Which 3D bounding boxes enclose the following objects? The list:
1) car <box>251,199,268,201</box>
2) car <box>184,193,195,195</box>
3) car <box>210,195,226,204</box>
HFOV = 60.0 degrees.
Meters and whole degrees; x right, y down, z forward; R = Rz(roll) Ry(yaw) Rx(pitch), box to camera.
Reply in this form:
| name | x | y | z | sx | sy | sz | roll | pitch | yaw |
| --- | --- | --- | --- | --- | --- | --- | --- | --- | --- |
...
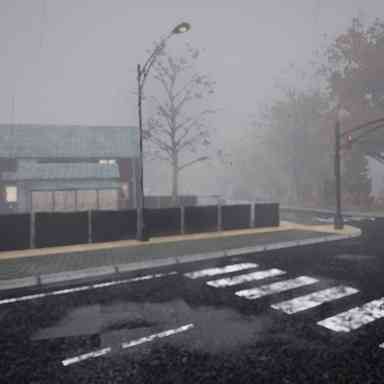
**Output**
| name | x | y | z | sx | sy | sz | roll | pitch | yaw |
| --- | --- | --- | --- | --- | --- | --- | --- | --- | --- |
| car | 7.377 | 1.384 | 35.790 | 1.895 | 1.301 | 4.718 | -2 | 1 | -15 |
| car | -0.499 | 0.838 | 66.069 | 1.812 | 1.442 | 4.674 | -2 | 1 | -15 |
| car | 3.591 | 1.178 | 50.198 | 1.812 | 1.442 | 4.674 | -2 | 1 | -15 |
